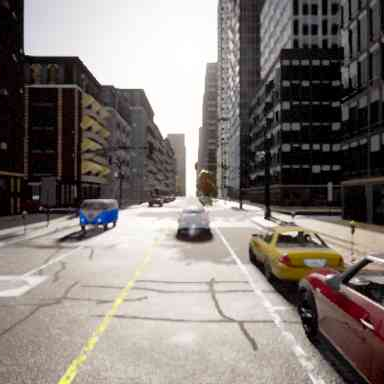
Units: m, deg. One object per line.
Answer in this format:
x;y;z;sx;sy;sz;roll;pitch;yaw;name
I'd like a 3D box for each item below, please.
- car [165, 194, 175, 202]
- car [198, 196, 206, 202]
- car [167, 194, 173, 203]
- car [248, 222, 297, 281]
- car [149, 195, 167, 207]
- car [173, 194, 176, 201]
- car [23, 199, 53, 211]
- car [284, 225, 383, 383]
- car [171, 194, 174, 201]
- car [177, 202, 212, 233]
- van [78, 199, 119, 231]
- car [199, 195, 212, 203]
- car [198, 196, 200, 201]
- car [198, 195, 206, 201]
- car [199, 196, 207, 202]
-5.688;1.511;86.909;2.192;1.841;5.009;0;0;0;car
2.690;1.761;86.908;1.947;1.339;4.313;0;0;0;car
-5.689;1.688;69.918;1.947;1.339;4.313;0;0;0;car
2.707;1.525;9.650;1.752;1.417;4.829;1;0;0;car
-5.685;1.384;52.932;2.192;1.841;5.009;0;0;0;car
-5.689;1.609;81.244;1.967;1.590;4.097;0;0;0;car
-19.056;1.520;39.933;4.507;1.381;1.887;0;-1;0;car
2.706;1.439;3.956;1.967;1.590;4.097;1;0;0;car
-5.689;1.726;75.581;1.802;1.307;4.206;0;0;0;car
0.100;1.532;19.460;1.812;1.442;4.674;0;0;0;car
-5.660;1.349;20.526;1.690;1.788;3.998;1;0;0;van
2.693;1.609;58.764;1.752;1.417;4.829;0;0;0;car
2.692;1.647;70.089;1.752;1.417;4.829;0;0;0;car
2.690;1.662;92.571;1.967;1.590;4.097;0;0;0;car
2.690;1.695;81.414;1.752;1.417;4.829;0;0;0;car
